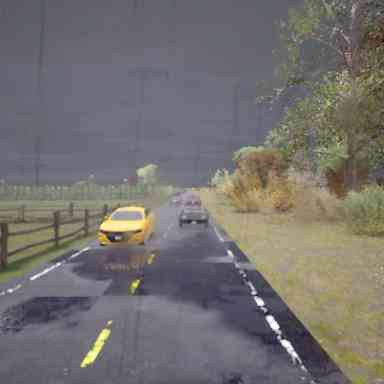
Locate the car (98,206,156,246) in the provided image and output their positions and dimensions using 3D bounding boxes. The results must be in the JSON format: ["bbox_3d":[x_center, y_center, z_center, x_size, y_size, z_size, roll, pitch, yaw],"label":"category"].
[{"bbox_3d":[-2.824,1.453,15.288,1.882,1.535,5.008,0,1,0],"label":"car"}]

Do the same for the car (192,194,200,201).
[{"bbox_3d":[1.013,1.286,78.069,1.812,1.442,4.674,0,0,0],"label":"car"}]

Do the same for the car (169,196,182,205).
[{"bbox_3d":[-2.764,1.345,55.694,2.128,1.511,4.902,0,0,1],"label":"car"}]

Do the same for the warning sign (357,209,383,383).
[{"bbox_3d":[2.447,1.112,3.074,1.300,1.860,1.060,0,0,0],"label":"warning sign"}]

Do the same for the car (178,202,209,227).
[{"bbox_3d":[0.115,1.560,22.472,1.895,1.301,4.718,0,0,0],"label":"car"}]

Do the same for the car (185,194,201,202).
[{"bbox_3d":[0.123,1.251,42.984,2.097,1.767,4.553,0,0,0],"label":"car"}]
